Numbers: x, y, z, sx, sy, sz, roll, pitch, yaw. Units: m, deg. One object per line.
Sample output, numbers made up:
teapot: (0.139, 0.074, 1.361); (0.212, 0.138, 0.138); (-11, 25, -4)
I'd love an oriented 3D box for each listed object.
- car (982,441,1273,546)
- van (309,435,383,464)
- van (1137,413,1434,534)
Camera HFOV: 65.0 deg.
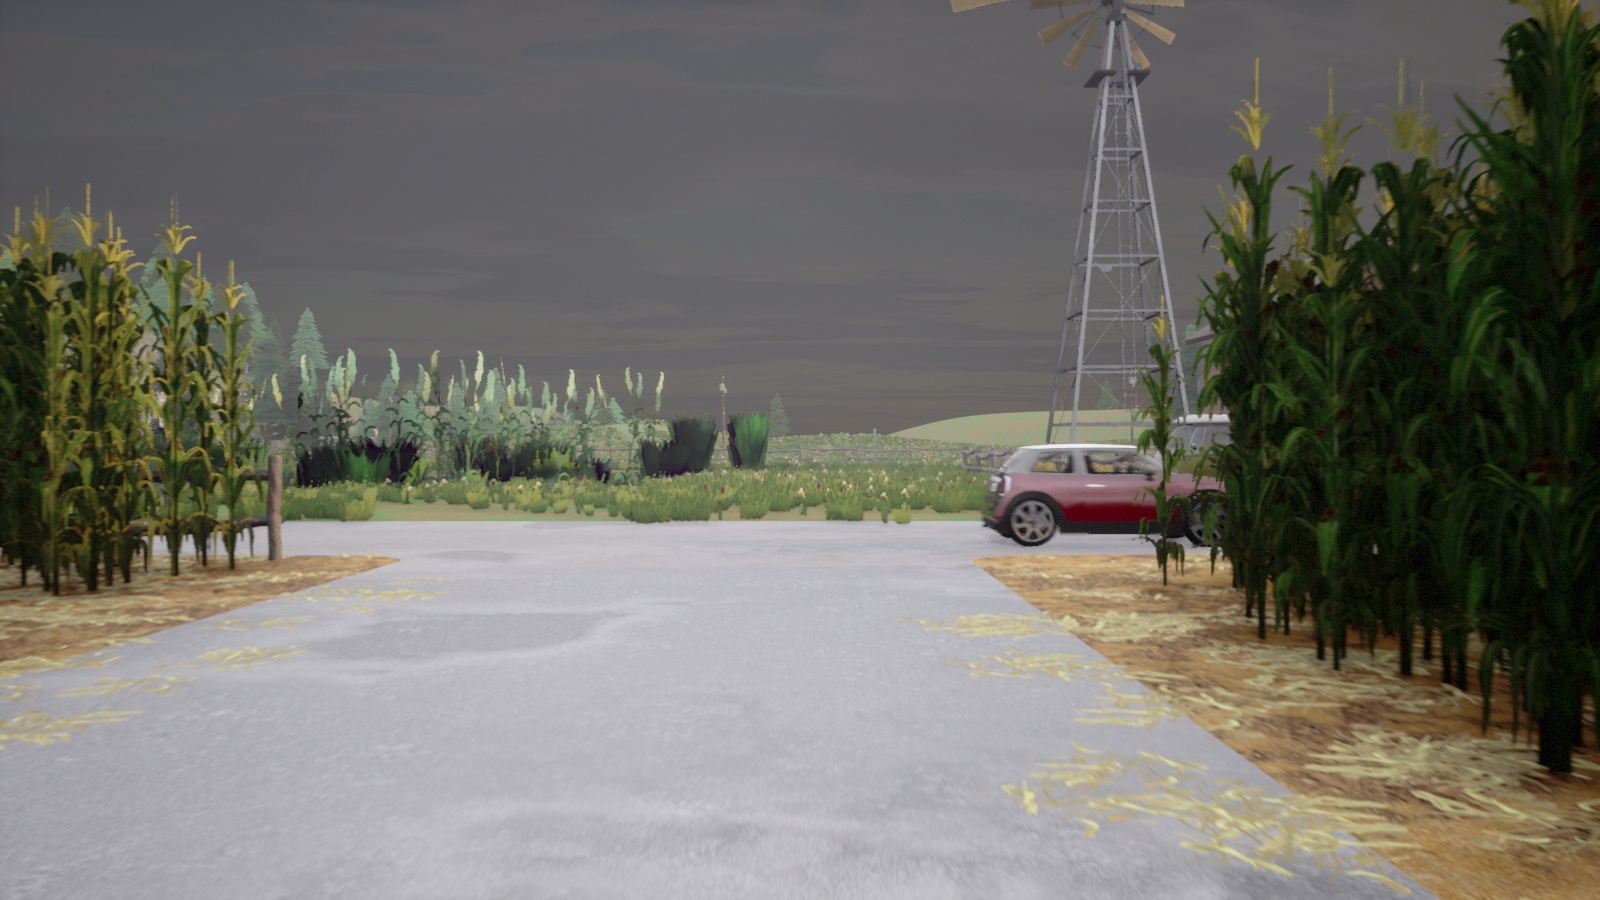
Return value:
car: (4.757, 0.611, 18.663); (3.806, 1.475, 1.970); (0, 0, 0)
van: (-31.399, -0.015, 86.893); (4.442, 1.987, 1.775); (0, 0, 6)
van: (8.301, 0.385, 21.754); (4.442, 1.987, 1.775); (0, 0, 0)
